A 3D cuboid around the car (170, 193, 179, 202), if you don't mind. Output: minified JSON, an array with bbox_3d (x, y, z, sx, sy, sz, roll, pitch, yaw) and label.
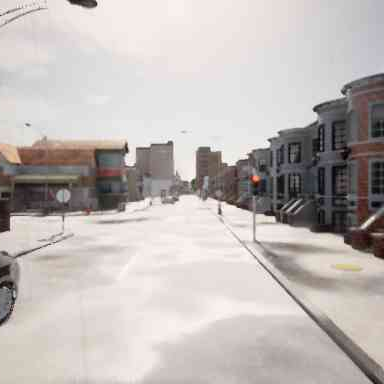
[{"bbox_3d":[-3.958,1.259,72.177,2.150,2.045,5.566,0,0,0],"label":"car"}]

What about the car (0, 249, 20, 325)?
[{"bbox_3d":[-4.086,1.494,4.218,1.837,1.490,4.892,0,0,0],"label":"car"}]

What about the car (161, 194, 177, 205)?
[{"bbox_3d":[-4.027,1.424,56.560,1.994,1.385,4.181,0,0,1],"label":"car"}]
